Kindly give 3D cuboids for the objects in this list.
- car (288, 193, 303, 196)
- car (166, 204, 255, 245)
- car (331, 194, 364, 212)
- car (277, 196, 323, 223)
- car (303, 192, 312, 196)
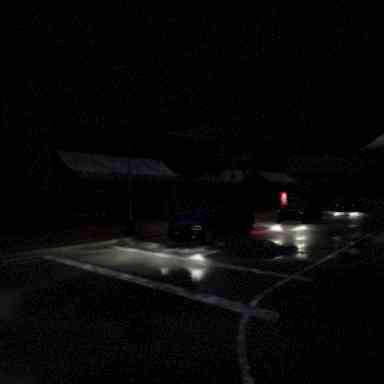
[{"bbox_3d":[21.966,1.170,72.423,1.970,1.475,3.806,-1,0,38],"label":"car"},{"bbox_3d":[0.974,1.328,14.977,1.882,1.535,5.008,-1,0,39],"label":"car"},{"bbox_3d":[16.301,1.223,34.398,1.837,1.490,4.892,-1,-1,39],"label":"car"},{"bbox_3d":[7.708,1.269,23.505,1.882,1.535,5.008,-1,0,38],"label":"car"},{"bbox_3d":[29.871,0.980,87.892,1.932,1.855,4.605,-1,0,38],"label":"car"}]
